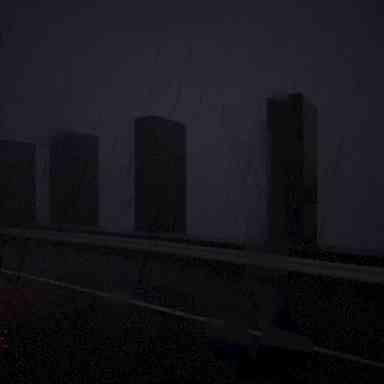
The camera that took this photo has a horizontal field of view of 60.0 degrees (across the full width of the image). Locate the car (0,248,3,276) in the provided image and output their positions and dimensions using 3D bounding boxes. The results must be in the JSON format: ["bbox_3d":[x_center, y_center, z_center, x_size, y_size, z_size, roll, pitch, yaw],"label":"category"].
[{"bbox_3d":[-6.652,1.505,8.241,4.892,1.490,1.837,0,0,32],"label":"car"}]
